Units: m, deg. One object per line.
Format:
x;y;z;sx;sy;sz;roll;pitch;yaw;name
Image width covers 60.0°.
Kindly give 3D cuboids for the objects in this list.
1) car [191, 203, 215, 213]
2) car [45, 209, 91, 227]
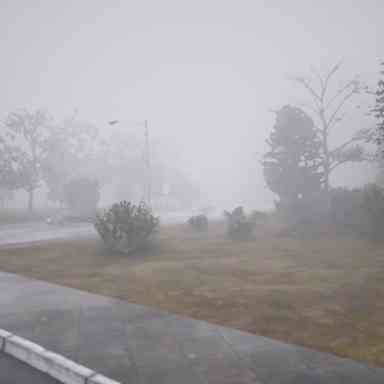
1.704;2.407;50.283;2.128;1.511;4.902;-3;-2;32;car
-10.910;2.289;30.379;2.128;1.511;4.902;-3;-2;33;car
